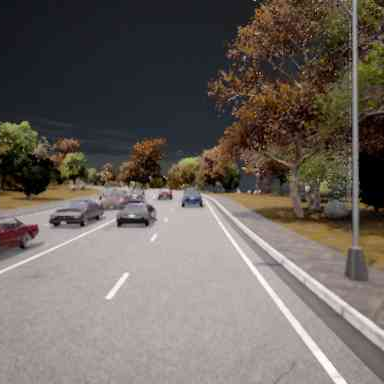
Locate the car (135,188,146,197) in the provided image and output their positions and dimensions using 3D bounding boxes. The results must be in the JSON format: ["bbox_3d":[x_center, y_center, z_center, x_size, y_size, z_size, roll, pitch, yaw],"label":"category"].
[{"bbox_3d":[-7.058,0.267,42.782,2.128,1.511,4.902,0,2,-1],"label":"car"}]

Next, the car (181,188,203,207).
[{"bbox_3d":[0.006,0.533,33.961,2.097,1.767,4.553,0,2,0],"label":"car"}]

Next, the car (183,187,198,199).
[{"bbox_3d":[-0.263,0.150,47.014,1.882,1.535,5.008,0,2,-3],"label":"car"}]

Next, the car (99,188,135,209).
[{"bbox_3d":[-6.994,0.650,31.067,2.097,1.767,4.553,0,2,0],"label":"car"}]

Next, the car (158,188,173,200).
[{"bbox_3d":[-3.669,0.239,45.765,1.812,1.442,4.674,0,2,-3],"label":"car"}]

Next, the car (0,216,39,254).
[{"bbox_3d":[-7.087,1.521,11.174,1.895,1.301,4.718,0,1,0],"label":"car"}]

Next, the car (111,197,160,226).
[{"bbox_3d":[-3.396,1.253,20.821,1.994,1.385,4.181,0,2,0],"label":"car"}]

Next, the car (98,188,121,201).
[{"bbox_3d":[-10.553,0.297,42.700,1.994,1.385,4.181,0,2,-1],"label":"car"}]

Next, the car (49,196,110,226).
[{"bbox_3d":[-7.034,1.232,20.917,2.033,1.411,5.357,0,2,1],"label":"car"}]
